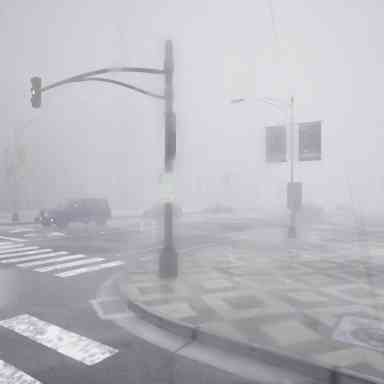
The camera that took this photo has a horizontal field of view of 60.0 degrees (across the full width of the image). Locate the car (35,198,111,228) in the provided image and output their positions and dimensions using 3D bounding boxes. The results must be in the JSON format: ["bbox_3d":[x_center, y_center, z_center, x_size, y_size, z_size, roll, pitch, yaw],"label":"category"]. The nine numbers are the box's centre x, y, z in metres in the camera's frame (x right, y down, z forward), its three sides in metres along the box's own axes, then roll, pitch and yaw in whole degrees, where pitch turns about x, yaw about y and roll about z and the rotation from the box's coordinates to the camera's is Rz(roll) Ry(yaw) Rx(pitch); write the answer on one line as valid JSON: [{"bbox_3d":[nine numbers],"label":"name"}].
[{"bbox_3d":[-8.512,1.461,24.466,2.150,2.045,5.566,0,-1,35],"label":"car"}]

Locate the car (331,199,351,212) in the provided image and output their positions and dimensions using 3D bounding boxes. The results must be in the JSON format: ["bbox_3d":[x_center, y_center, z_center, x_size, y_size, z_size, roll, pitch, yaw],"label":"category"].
[{"bbox_3d":[24.580,2.381,54.078,2.128,1.511,4.902,0,-1,35],"label":"car"}]

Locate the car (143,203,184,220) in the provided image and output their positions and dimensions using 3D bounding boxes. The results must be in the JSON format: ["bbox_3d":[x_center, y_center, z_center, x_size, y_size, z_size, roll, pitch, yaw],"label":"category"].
[{"bbox_3d":[-2.738,1.890,32.633,1.837,1.490,4.892,0,-1,36],"label":"car"}]

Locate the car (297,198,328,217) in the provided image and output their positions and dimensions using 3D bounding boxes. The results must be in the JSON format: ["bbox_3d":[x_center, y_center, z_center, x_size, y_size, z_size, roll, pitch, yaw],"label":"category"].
[{"bbox_3d":[13.916,1.967,38.972,2.097,1.767,4.553,0,-1,35],"label":"car"}]

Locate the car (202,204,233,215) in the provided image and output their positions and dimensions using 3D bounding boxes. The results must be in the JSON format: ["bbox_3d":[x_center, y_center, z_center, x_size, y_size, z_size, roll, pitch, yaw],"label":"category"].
[{"bbox_3d":[3.190,2.135,41.014,1.895,1.301,4.718,0,-1,35],"label":"car"}]
